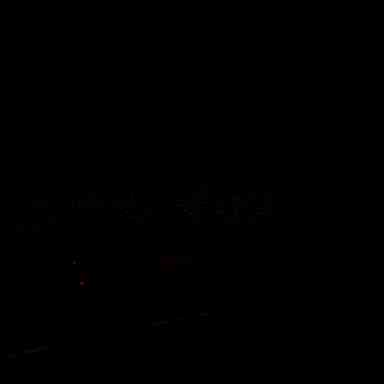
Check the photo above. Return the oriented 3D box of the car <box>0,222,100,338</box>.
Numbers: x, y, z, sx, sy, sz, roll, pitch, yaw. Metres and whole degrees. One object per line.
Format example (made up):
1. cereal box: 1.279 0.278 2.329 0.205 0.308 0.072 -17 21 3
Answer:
1. car: -4.208 1.458 5.015 4.902 1.511 2.128 1 0 -35

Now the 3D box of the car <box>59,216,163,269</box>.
1. car: -3.258 1.486 9.764 4.892 1.490 1.837 1 -1 -29
